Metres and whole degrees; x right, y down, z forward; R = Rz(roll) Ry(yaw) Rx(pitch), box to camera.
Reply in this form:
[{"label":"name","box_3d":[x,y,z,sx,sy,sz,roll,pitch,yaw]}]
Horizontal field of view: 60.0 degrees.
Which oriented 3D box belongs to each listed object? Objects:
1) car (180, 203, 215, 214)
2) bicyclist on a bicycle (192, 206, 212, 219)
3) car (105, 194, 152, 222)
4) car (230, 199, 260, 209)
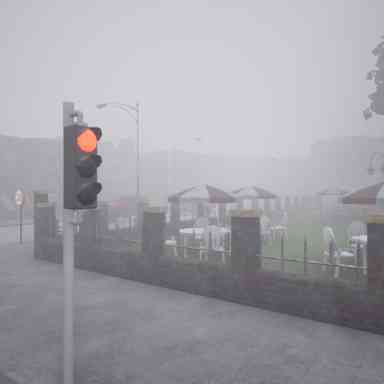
[{"label":"car","box_3d":[0.394,1.221,35.725,2.150,2.045,5.566,0,0,34]},{"label":"bicyclist on a bicycle","box_3d":[0.664,1.340,21.467,1.656,1.620,0.582,0,0,36]},{"label":"car","box_3d":[-5.660,1.221,27.075,2.150,2.045,5.566,0,0,35]},{"label":"car","box_3d":[7.108,1.527,44.090,4.674,1.442,1.812,0,0,-40]}]
